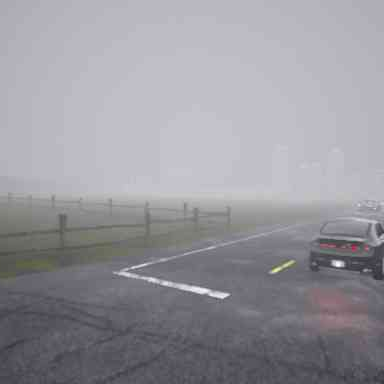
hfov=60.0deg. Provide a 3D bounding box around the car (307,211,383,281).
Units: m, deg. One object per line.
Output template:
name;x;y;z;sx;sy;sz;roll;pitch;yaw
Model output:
car;5.011;1.555;10.293;1.837;1.490;4.892;1;0;34

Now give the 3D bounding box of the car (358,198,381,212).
car;22.058;1.577;41.323;2.097;1.767;4.553;1;0;34
